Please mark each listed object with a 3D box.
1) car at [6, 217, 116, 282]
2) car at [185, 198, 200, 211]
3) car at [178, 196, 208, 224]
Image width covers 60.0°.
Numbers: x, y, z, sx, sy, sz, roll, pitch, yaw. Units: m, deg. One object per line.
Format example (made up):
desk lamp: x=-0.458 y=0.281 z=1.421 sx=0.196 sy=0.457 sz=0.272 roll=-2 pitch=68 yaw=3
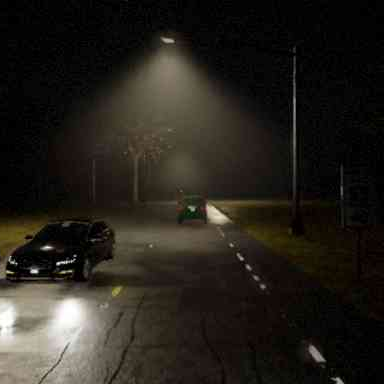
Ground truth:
car: x=-3.607 y=1.579 z=10.046 sx=1.837 sy=1.490 sz=4.892 roll=0 pitch=0 yaw=0
car: x=0.039 y=1.563 z=42.225 sx=1.812 sy=1.442 sz=4.674 roll=0 pitch=1 yaw=0
car: x=0.054 y=1.333 z=26.448 sx=2.150 sy=2.045 sz=5.566 roll=0 pitch=0 yaw=0
